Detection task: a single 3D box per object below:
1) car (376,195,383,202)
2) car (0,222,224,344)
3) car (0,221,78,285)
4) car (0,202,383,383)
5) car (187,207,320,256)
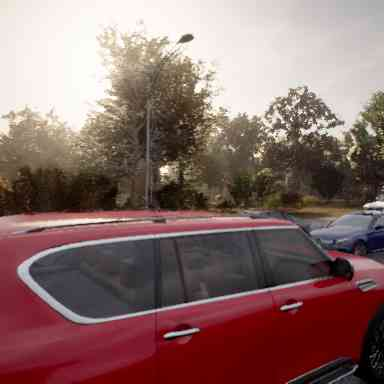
[{"bbox_3d":[12.022,0.866,18.712,5.566,2.045,2.150,-2,1,-27],"label":"car"},{"bbox_3d":[-2.080,1.526,6.636,5.357,1.411,2.033,0,0,-35],"label":"car"},{"bbox_3d":[-5.569,1.566,8.449,4.718,1.301,1.895,0,0,-35],"label":"car"},{"bbox_3d":[0.203,1.212,3.726,5.566,2.045,2.150,0,0,-34],"label":"car"},{"bbox_3d":[2.626,1.457,13.708,5.357,1.411,2.033,-1,1,-30],"label":"car"}]
